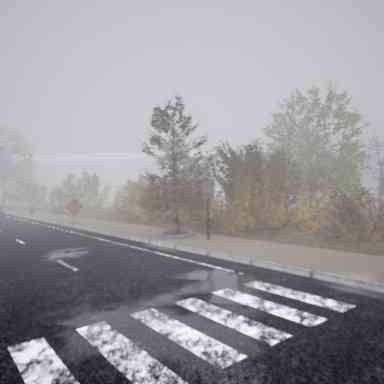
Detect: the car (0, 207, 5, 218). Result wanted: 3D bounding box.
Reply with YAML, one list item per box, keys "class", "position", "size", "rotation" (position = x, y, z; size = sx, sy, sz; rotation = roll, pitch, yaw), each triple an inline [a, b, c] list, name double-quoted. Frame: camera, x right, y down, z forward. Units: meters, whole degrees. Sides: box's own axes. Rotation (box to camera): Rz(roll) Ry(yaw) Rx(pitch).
- class: "car"
  position: [-21.943, 2.146, 36.620]
  size: [1.994, 1.385, 4.181]
  rotation: [-1, 0, -38]

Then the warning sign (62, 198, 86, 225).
- class: "warning sign"
  position: [-8.409, 1.344, 23.759]
  size: [1.300, 1.860, 1.060]
  rotation: [1, 0, -38]
